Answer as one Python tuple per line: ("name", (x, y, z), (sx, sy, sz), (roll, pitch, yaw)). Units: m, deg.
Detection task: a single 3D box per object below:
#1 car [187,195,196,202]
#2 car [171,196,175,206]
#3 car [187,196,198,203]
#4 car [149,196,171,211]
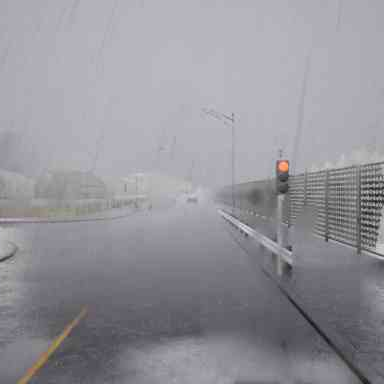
("car", (-0.022, 1.540, 77.431), (2.033, 1.411, 5.357), (0, 0, 0))
("car", (-4.107, 1.564, 50.616), (1.994, 1.385, 4.181), (0, 0, 0))
("car", (0.086, 1.477, 67.088), (1.882, 1.535, 5.008), (0, 0, 0))
("car", (-4.108, 1.491, 40.679), (2.128, 1.511, 4.902), (0, 0, 0))
